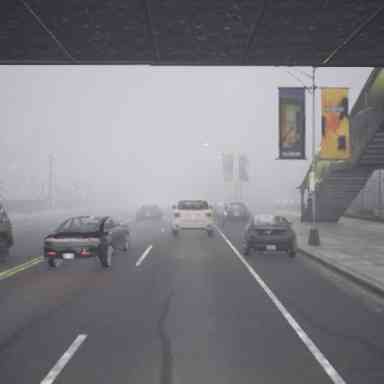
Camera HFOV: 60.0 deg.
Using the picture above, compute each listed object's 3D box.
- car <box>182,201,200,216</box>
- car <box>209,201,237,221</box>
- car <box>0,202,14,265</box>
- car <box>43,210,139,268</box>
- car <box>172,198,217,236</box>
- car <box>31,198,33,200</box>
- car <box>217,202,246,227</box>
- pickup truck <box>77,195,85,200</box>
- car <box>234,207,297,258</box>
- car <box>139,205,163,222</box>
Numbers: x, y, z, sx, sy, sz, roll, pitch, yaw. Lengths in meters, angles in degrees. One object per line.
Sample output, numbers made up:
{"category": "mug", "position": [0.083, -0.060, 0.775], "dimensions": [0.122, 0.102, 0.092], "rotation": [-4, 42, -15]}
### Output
{"category": "car", "position": [-0.117, 1.763, 37.262], "dimensions": [1.837, 1.490, 4.892], "rotation": [0, 0, 0]}
{"category": "car", "position": [2.740, 1.693, 30.540], "dimensions": [2.097, 1.535, 5.008], "rotation": [0, 0, -1]}
{"category": "car", "position": [-7.096, 1.281, 9.015], "dimensions": [2.150, 2.045, 5.566], "rotation": [0, 0, 0]}
{"category": "car", "position": [-3.413, 1.570, 11.585], "dimensions": [2.128, 1.511, 4.902], "rotation": [0, 0, 0]}
{"category": "car", "position": [0.031, 1.356, 19.321], "dimensions": [2.150, 2.045, 5.566], "rotation": [0, 0, 0]}
{"category": "car", "position": [-29.440, 1.674, 63.110], "dimensions": [2.185, 1.767, 4.553], "rotation": [0, 0, -1]}
{"category": "car", "position": [2.934, 1.523, 24.117], "dimensions": [2.185, 1.767, 4.553], "rotation": [0, 0, -1]}
{"category": "pickup truck", "position": [-29.275, 1.701, 90.739], "dimensions": [6.274, 2.098, 2.390], "rotation": [0, 0, -1]}
{"category": "car", "position": [2.991, 1.576, 13.341], "dimensions": [2.231, 1.521, 4.892], "rotation": [0, 0, 9]}
{"category": "car", "position": [-3.541, 1.758, 28.284], "dimensions": [1.994, 1.385, 4.181], "rotation": [0, 0, 0]}
